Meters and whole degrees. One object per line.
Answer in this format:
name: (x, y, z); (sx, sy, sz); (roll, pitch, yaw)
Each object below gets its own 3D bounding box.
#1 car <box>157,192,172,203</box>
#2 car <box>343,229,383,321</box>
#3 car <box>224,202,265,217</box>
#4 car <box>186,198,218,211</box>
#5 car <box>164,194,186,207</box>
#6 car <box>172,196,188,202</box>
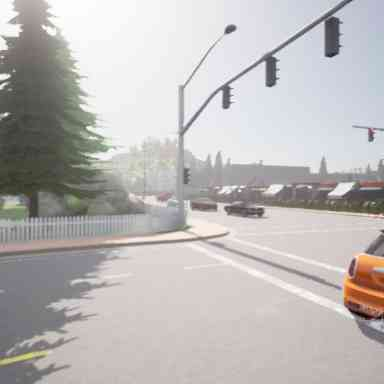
car: (-5.419, 1.051, 67.095); (2.150, 2.045, 5.566); (0, 0, -21)
car: (4.917, 1.358, 5.806); (4.553, 1.767, 2.097); (1, 0, -25)
car: (4.794, 1.577, 30.800); (1.895, 1.301, 4.718); (0, 0, -21)
car: (1.408, 1.415, 39.539); (1.882, 1.535, 5.008); (0, 0, -21)
car: (-2.180, 1.423, 48.821); (1.812, 1.442, 4.674); (0, 0, -21)
car: (-2.498, 1.430, 69.229); (1.895, 1.301, 4.718); (0, 0, -21)
